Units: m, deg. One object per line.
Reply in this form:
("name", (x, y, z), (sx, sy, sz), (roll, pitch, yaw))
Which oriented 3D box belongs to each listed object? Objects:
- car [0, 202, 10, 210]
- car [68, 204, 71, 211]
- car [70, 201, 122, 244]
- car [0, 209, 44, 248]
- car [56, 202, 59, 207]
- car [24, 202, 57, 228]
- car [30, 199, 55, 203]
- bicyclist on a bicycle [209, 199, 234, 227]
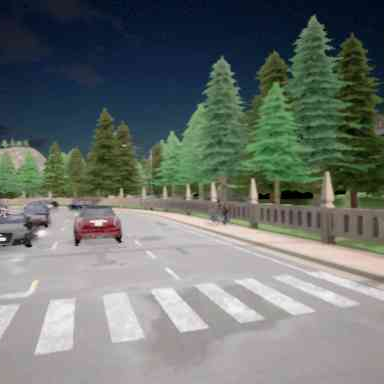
("car", (-17.657, 1.660, 29.986), (2.097, 1.767, 4.553), (-1, 0, -31))
("car", (-14.574, 1.855, 43.635), (1.895, 1.301, 4.718), (-1, 0, -43))
("car", (-4.751, 1.435, 16.594), (2.097, 1.767, 4.553), (-1, 0, -18))
("car", (-8.177, 1.707, 15.107), (1.994, 1.385, 4.181), (-1, 0, -19))
("car", (-22.291, 1.893, 50.373), (4.892, 1.490, 1.837), (-1, 0, 31))
("car", (-11.109, 1.741, 23.798), (2.033, 1.411, 5.357), (-1, 0, -20))
("car", (-15.504, 1.762, 33.182), (2.128, 1.511, 4.902), (-1, 0, -32))
("bicyclist on a bicycle", (1.776, 1.270, 20.104), (1.656, 1.620, 0.582), (-1, 0, -18))
